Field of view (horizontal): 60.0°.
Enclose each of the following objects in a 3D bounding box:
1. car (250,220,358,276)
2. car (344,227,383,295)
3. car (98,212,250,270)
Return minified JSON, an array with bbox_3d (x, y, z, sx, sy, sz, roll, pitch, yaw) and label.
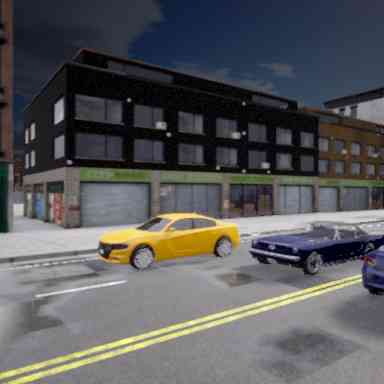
[{"bbox_3d":[4.025,1.604,10.515,4.718,1.301,1.895,0,0,-35],"label":"car"},{"bbox_3d":[5.595,1.528,7.425,4.674,1.442,1.812,0,0,-35],"label":"car"},{"bbox_3d":[-0.612,1.479,11.215,5.008,1.535,1.882,0,0,-35],"label":"car"}]
